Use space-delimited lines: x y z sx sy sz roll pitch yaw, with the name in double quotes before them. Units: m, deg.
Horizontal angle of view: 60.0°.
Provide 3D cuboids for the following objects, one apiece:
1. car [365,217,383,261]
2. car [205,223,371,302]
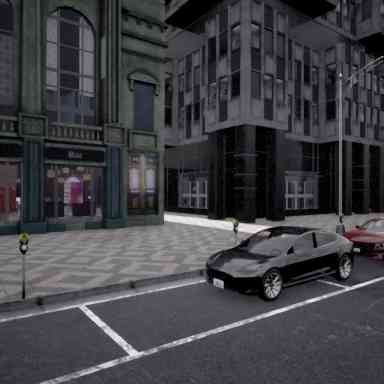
"car" 6.921 1.546 11.603 4.507 1.381 1.887 0 0 -36
"car" 2.336 1.566 8.324 4.313 1.339 1.947 0 0 -36
